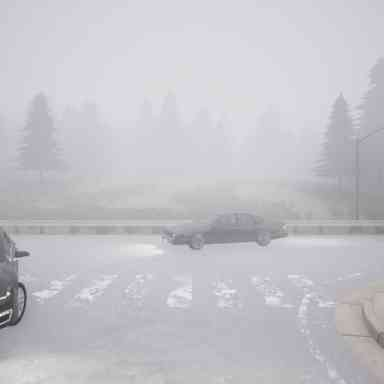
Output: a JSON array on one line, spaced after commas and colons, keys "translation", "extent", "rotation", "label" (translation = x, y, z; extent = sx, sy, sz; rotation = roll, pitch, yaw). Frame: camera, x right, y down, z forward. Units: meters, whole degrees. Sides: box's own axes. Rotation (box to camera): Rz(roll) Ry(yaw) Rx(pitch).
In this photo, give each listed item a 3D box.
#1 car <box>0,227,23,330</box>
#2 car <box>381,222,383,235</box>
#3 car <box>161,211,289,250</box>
[{"translation": [-4.457, 1.505, 6.560], "extent": [1.837, 1.490, 4.892], "rotation": [0, 0, -28], "label": "car"}, {"translation": [11.238, 1.492, 15.079], "extent": [4.902, 1.511, 2.128], "rotation": [0, 0, 0], "label": "car"}, {"translation": [1.459, 1.547, 14.201], "extent": [5.357, 1.411, 2.033], "rotation": [0, 0, -20], "label": "car"}]
